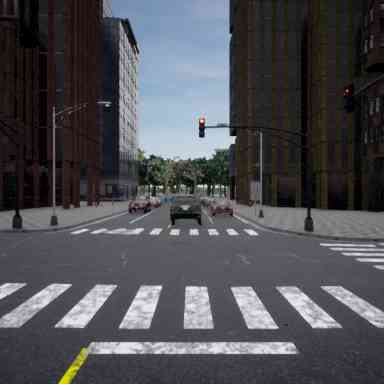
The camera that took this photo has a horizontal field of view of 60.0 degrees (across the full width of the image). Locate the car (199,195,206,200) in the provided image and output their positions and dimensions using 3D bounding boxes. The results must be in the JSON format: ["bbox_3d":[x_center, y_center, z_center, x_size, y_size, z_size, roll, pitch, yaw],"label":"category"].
[{"bbox_3d":[2.790,1.556,91.658,1.752,1.417,4.829,0,0,0],"label":"car"}]

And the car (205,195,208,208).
[{"bbox_3d":[2.777,1.557,47.987,2.008,1.369,4.403,0,0,0],"label":"car"}]

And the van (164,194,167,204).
[{"bbox_3d":[-5.743,1.354,64.303,1.690,1.788,3.998,0,0,0],"label":"van"}]

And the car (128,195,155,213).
[{"bbox_3d":[-5.752,1.318,37.115,2.192,1.841,5.009,0,0,0],"label":"car"}]

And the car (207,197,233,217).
[{"bbox_3d":[2.772,1.442,31.675,1.967,1.590,4.097,0,0,0],"label":"car"}]

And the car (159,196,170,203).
[{"bbox_3d":[-5.741,1.567,69.740,2.008,1.369,4.403,0,0,0],"label":"car"}]

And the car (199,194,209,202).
[{"bbox_3d":[2.787,1.337,80.613,2.192,1.841,5.009,0,0,0],"label":"car"}]

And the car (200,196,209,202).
[{"bbox_3d":[2.786,1.544,75.345,1.752,1.417,4.829,0,0,0],"label":"car"}]

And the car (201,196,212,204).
[{"bbox_3d":[2.782,1.539,64.470,1.752,1.417,4.829,0,0,0],"label":"car"}]

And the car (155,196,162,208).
[{"bbox_3d":[-5.748,1.589,47.990,1.802,1.307,4.206,0,0,0],"label":"car"}]

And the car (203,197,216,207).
[{"bbox_3d":[2.779,1.553,53.425,1.887,1.381,4.507,0,0,0],"label":"car"}]

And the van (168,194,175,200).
[{"bbox_3d":[-5.735,1.371,91.491,1.690,1.788,3.998,0,0,0],"label":"van"}]

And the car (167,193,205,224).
[{"bbox_3d":[-0.318,1.220,24.872,2.150,2.045,5.566,0,0,2],"label":"car"}]

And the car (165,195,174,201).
[{"bbox_3d":[-5.736,1.592,86.053,1.947,1.339,4.313,0,0,0],"label":"car"}]

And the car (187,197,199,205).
[{"bbox_3d":[0.115,1.559,59.452,2.033,1.411,5.357,0,0,0],"label":"car"}]

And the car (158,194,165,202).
[{"bbox_3d":[-5.746,1.534,53.258,1.752,1.417,4.829,0,0,0],"label":"car"}]
